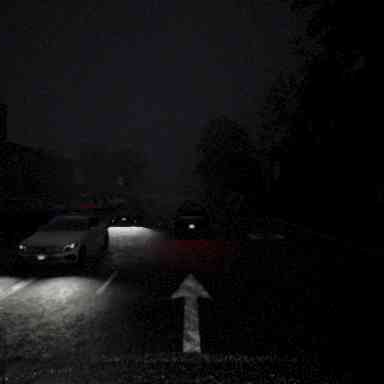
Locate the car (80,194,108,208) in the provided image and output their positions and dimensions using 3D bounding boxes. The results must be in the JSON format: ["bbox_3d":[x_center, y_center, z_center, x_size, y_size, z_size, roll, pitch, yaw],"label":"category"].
[{"bbox_3d":[-9.574,1.305,27.225,4.553,1.767,2.185,-1,0,-20],"label":"car"}]

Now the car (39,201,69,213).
[{"bbox_3d":[-9.540,1.451,18.205,5.008,1.535,2.097,-1,0,-20],"label":"car"}]

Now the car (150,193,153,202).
[{"bbox_3d":[-9.744,1.444,57.252,4.792,1.488,2.163,-1,0,-20],"label":"car"}]

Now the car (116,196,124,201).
[{"bbox_3d":[-9.612,1.450,33.240,4.792,1.488,2.163,-1,0,-20],"label":"car"}]

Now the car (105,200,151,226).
[{"bbox_3d":[-4.277,1.513,22.906,1.994,1.385,4.181,0,0,0],"label":"car"}]

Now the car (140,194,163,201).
[{"bbox_3d":[-10.208,1.442,84.193,5.366,1.575,1.946,-1,0,-21],"label":"car"}]

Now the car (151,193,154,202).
[{"bbox_3d":[-9.794,1.458,60.244,4.674,1.452,2.002,-1,0,-20],"label":"car"}]

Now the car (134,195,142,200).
[{"bbox_3d":[-9.511,1.406,42.300,5.366,1.575,1.946,-1,0,-20],"label":"car"}]

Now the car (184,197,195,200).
[{"bbox_3d":[-0.357,1.441,45.497,1.812,1.442,4.674,0,0,-1],"label":"car"}]

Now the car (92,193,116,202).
[{"bbox_3d":[-9.591,1.299,30.226,4.553,1.767,2.185,-1,0,-20],"label":"car"}]

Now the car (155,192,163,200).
[{"bbox_3d":[-9.723,1.429,72.310,5.366,1.575,1.946,-1,0,-21],"label":"car"}]

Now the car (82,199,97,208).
[{"bbox_3d":[-9.588,1.477,24.216,4.674,1.452,2.002,-1,0,-20],"label":"car"}]

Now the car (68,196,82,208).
[{"bbox_3d":[-9.602,1.319,21.208,4.553,1.767,2.185,-1,0,-20],"label":"car"}]

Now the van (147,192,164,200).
[{"bbox_3d":[-10.301,1.121,93.206,4.442,1.987,1.878,-1,1,-21],"label":"van"}]

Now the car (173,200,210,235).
[{"bbox_3d":[-0.034,1.446,18.502,2.128,1.511,4.902,0,0,-1],"label":"car"}]

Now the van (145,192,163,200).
[{"bbox_3d":[-10.249,1.156,90.206,4.442,1.987,1.878,-1,1,-21],"label":"van"}]

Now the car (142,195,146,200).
[{"bbox_3d":[-9.691,1.159,45.257,5.566,2.045,2.435,-1,0,-20],"label":"car"}]

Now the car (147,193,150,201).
[{"bbox_3d":[-9.784,1.287,54.232,4.553,1.767,2.185,-1,0,-20],"label":"car"}]

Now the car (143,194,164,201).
[{"bbox_3d":[-10.093,1.415,87.263,5.008,1.535,2.097,-1,0,-21],"label":"car"}]

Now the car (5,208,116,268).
[{"bbox_3d":[-4.116,1.502,11.376,1.812,1.442,4.674,0,0,-1],"label":"car"}]

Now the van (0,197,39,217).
[{"bbox_3d":[-9.636,1.234,15.158,4.442,1.987,1.878,-1,0,-20],"label":"van"}]

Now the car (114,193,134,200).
[{"bbox_3d":[-9.631,1.165,36.240,5.566,2.045,2.435,-1,0,-20],"label":"car"}]

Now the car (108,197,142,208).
[{"bbox_3d":[-9.713,1.451,48.235,4.674,1.452,2.002,-1,0,-20],"label":"car"}]

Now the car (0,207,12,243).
[{"bbox_3d":[-9.506,1.505,12.203,4.674,1.452,2.002,-1,0,-21],"label":"car"}]

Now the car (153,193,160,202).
[{"bbox_3d":[-9.875,1.431,69.244,4.892,1.521,2.231,-1,0,-21],"label":"car"}]
